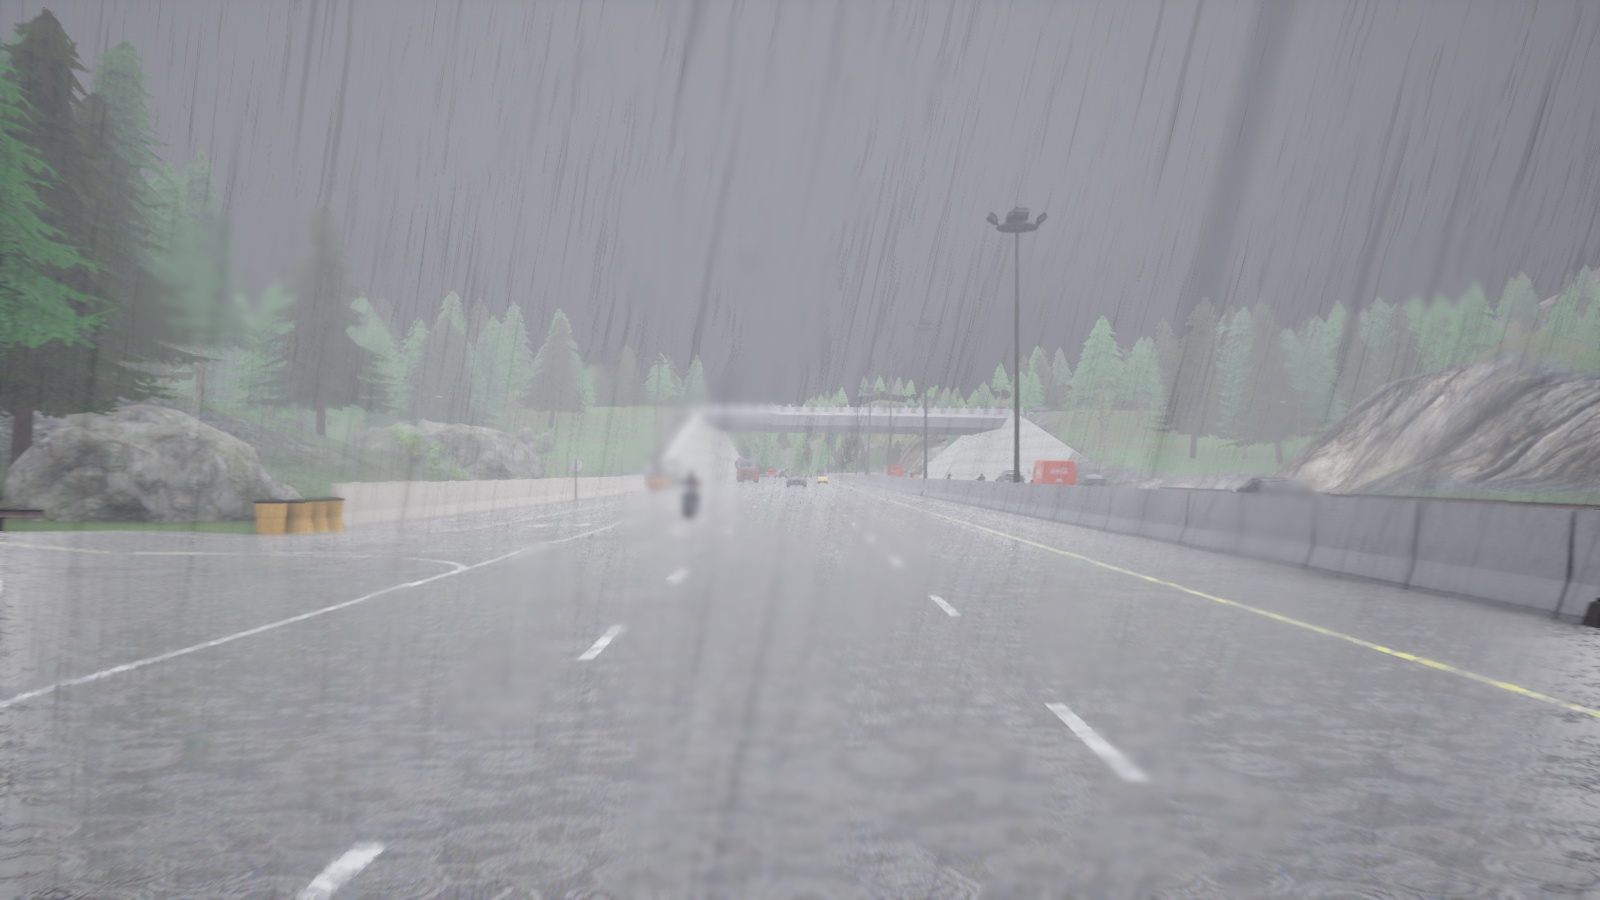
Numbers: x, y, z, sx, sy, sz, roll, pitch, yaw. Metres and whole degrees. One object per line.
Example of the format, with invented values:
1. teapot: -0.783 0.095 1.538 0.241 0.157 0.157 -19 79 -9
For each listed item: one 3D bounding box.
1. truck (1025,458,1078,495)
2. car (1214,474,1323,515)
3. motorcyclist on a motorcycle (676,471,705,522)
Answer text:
1. truck: 17.285 1.791 86.604 2.627 2.467 5.204 0 0 0
2. car: 17.385 1.618 46.875 2.033 1.411 5.357 0 -1 0
3. motorcyclist on a motorcycle: -3.602 1.510 41.484 0.766 1.649 2.350 0 -1 0
